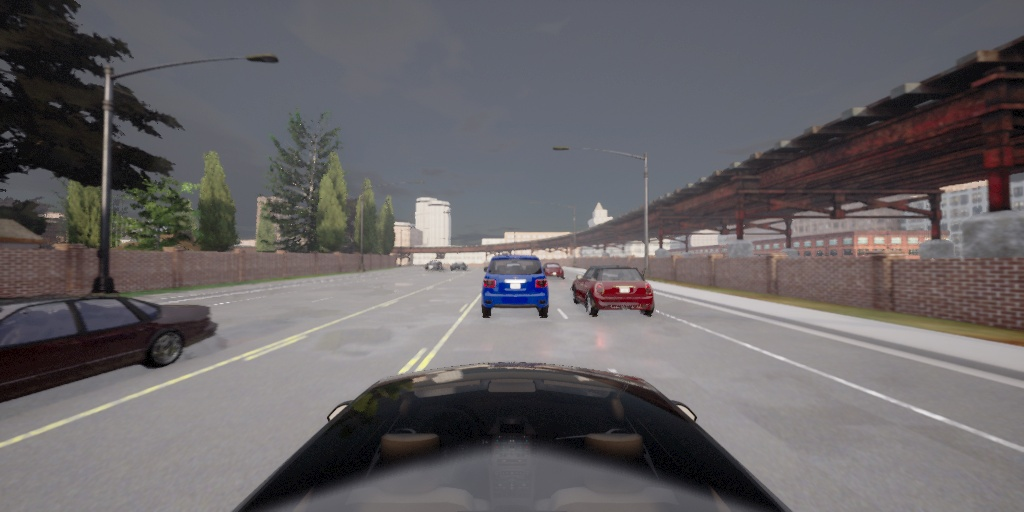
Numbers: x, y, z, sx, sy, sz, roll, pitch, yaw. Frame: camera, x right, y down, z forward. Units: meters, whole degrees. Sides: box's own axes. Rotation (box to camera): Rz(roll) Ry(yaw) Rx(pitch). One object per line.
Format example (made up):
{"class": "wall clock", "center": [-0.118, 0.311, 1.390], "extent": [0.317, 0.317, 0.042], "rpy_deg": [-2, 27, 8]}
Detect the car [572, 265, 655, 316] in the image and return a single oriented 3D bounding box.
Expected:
{"class": "car", "center": [3.602, 1.119, 13.595], "extent": [2.097, 1.767, 4.553], "rpy_deg": [0, 0, 0]}

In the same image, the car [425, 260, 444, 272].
{"class": "car", "center": [-10.628, 1.314, 49.204], "extent": [2.128, 1.511, 4.902], "rpy_deg": [0, 0, 0]}

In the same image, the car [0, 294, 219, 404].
{"class": "car", "center": [-7.101, 1.303, 5.136], "extent": [2.033, 1.411, 5.357], "rpy_deg": [0, 0, 0]}

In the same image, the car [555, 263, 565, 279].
{"class": "car", "center": [3.604, 1.322, 32.604], "extent": [1.812, 1.442, 4.674], "rpy_deg": [0, 0, 0]}

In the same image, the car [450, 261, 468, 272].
{"class": "car", "center": [-7.124, 1.385, 48.504], "extent": [1.994, 1.385, 4.181], "rpy_deg": [0, 0, 0]}

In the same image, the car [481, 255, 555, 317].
{"class": "car", "center": [0.101, 0.989, 13.304], "extent": [2.150, 2.045, 5.566], "rpy_deg": [0, 0, 0]}

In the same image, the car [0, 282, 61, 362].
{"class": "car", "center": [-10.601, 1.282, 5.371], "extent": [1.812, 1.442, 4.674], "rpy_deg": [0, 0, 0]}
